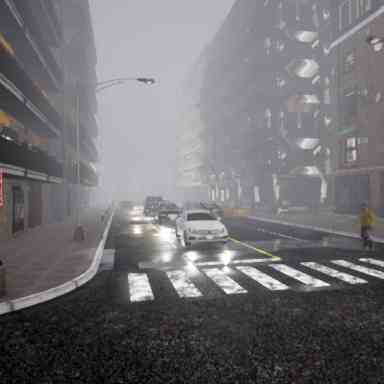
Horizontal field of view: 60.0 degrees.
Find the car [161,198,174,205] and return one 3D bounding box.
[{"bbox_3d":[-5.033,1.938,67.421,2.008,1.369,4.403,-1,0,-12],"label":"car"}]

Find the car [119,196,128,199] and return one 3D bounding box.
[{"bbox_3d":[-14.438,1.849,71.181,2.192,1.841,5.009,-1,0,-12],"label":"car"}]

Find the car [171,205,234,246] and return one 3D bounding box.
[{"bbox_3d":[0.303,1.600,15.979,1.812,1.442,4.674,-1,0,-11],"label":"car"}]

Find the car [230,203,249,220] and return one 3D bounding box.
[{"bbox_3d":[3.406,1.607,28.871,1.752,1.417,4.829,-1,0,-12],"label":"car"}]

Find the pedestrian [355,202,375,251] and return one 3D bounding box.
[{"bbox_3d":[6.524,1.275,12.513,0.375,1.860,0.375,-1,0,-12],"label":"pedestrian"}]

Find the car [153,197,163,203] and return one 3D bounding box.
[{"bbox_3d":[-8.668,1.964,84.013,1.967,1.590,4.097,-1,0,-12],"label":"car"}]

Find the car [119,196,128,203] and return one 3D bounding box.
[{"bbox_3d":[-19.282,2.043,93.302,2.192,1.841,5.009,-1,0,-12],"label":"car"}]

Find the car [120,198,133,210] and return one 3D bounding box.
[{"bbox_3d":[-9.590,1.937,49.053,1.802,1.307,4.206,-1,0,-12],"label":"car"}]

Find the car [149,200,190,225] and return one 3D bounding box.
[{"bbox_3d":[-1.869,1.632,25.899,2.128,1.511,4.902,-1,0,-12],"label":"car"}]

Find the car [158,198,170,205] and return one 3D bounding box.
[{"bbox_3d":[-6.244,1.983,72.952,2.008,1.369,4.403,-1,0,-12],"label":"car"}]

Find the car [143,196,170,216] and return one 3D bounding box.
[{"bbox_3d":[-4.113,1.437,36.180,2.150,2.045,5.566,-1,0,-12],"label":"car"}]

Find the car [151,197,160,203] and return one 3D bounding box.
[{"bbox_3d":[-9.877,2.154,89.544,1.802,1.307,4.206,-1,0,-12],"label":"car"}]

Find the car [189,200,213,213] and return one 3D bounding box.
[{"bbox_3d":[1.021,1.708,39.765,1.887,1.381,4.507,-1,0,-12],"label":"car"}]

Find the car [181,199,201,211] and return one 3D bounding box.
[{"bbox_3d":[-0.189,1.753,45.295,1.887,1.381,4.507,-1,0,-12],"label":"car"}]

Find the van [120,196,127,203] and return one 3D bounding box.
[{"bbox_3d":[-18.070,2.015,87.774,1.690,1.788,3.998,-1,0,-12],"label":"van"}]

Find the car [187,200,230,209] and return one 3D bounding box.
[{"bbox_3d":[1.113,1.597,27.220,2.128,1.511,4.902,-1,0,-12],"label":"car"}]
